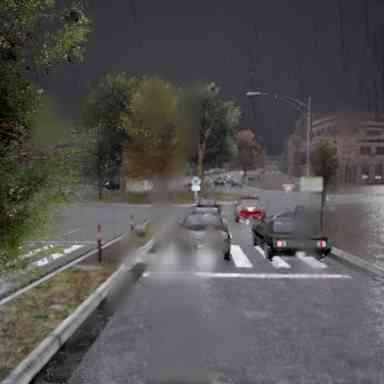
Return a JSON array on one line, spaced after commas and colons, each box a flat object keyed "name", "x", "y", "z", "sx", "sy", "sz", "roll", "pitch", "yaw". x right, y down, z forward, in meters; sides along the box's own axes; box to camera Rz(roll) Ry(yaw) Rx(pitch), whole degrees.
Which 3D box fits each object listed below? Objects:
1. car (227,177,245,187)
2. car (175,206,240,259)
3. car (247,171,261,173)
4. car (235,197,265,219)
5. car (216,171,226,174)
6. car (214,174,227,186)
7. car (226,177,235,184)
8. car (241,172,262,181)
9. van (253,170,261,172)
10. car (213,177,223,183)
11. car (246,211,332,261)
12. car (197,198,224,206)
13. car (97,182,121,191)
[{"name": "car", "x": 8.757, "y": -1.785, "z": 67.014, "sx": 1.837, "sy": 1.490, "sz": 4.892, "roll": 0, "pitch": 5, "yaw": -1}, {"name": "car", "x": 0.416, "y": 1.497, "z": 12.651, "sx": 2.128, "sy": 1.511, "sz": 4.902, "roll": 0, "pitch": 0, "yaw": 2}, {"name": "car", "x": 15.963, "y": -4.122, "z": 90.870, "sx": 4.553, "sy": 1.767, "sz": 2.185, "roll": 1, "pitch": 5, "yaw": 11}, {"name": "car", "x": 4.243, "y": 1.114, "z": 24.555, "sx": 2.097, "sy": 1.767, "sz": 4.553, "roll": 1, "pitch": 3, "yaw": 8}, {"name": "car", "x": 8.553, "y": -4.368, "z": 93.751, "sx": 2.097, "sy": 1.767, "sz": 4.553, "roll": 1, "pitch": 5, "yaw": 11}, {"name": "car", "x": 5.718, "y": -2.204, "z": 70.057, "sx": 2.097, "sy": 1.767, "sz": 4.553, "roll": 0, "pitch": 5, "yaw": 2}, {"name": "car", "x": 9.135, "y": -2.771, "z": 78.911, "sx": 1.895, "sy": 1.301, "sz": 4.718, "roll": 1, "pitch": 5, "yaw": 8}, {"name": "car", "x": 15.390, "y": -3.746, "z": 88.198, "sx": 4.892, "sy": 1.521, "sz": 2.231, "roll": 1, "pitch": 5, "yaw": 11}, {"name": "van", "x": 16.355, "y": -4.476, "z": 93.581, "sx": 4.442, "sy": 1.987, "sz": 1.878, "roll": 1, "pitch": 5, "yaw": 11}, {"name": "car", "x": 6.273, "y": -2.931, "z": 80.239, "sx": 1.994, "sy": 1.385, "sz": 4.181, "roll": 1, "pitch": 5, "yaw": 8}, {"name": "car", "x": 3.400, "y": 1.616, "z": 12.382, "sx": 1.895, "sy": 1.301, "sz": 4.718, "roll": 0, "pitch": 0, "yaw": 2}, {"name": "car", "x": 1.312, "y": 1.219, "z": 25.147, "sx": 2.128, "sy": 1.511, "sz": 4.902, "roll": 1, "pitch": 3, "yaw": 8}, {"name": "car", "x": -13.787, "y": -1.013, "z": 56.896, "sx": 5.008, "sy": 1.535, "sz": 1.882, "roll": -3, "pitch": 5, "yaw": -40}]
